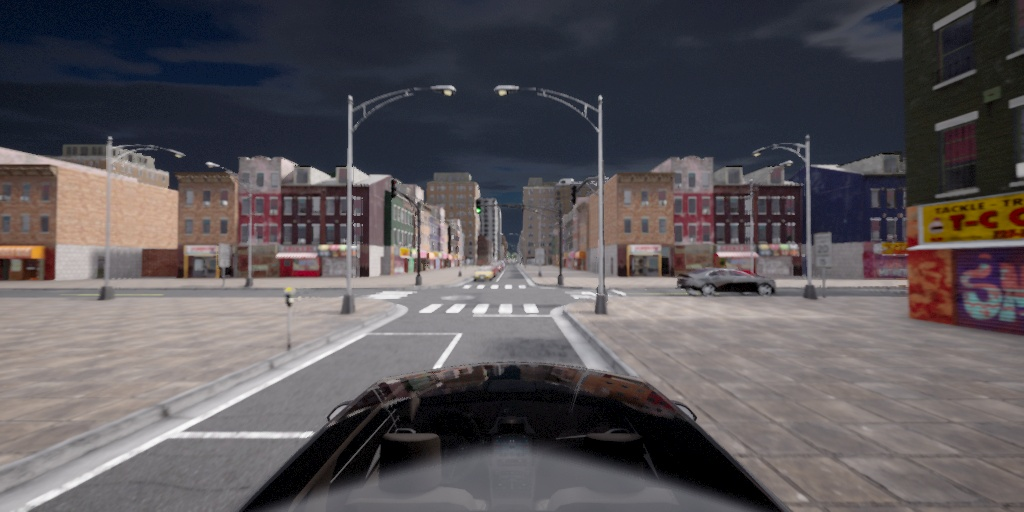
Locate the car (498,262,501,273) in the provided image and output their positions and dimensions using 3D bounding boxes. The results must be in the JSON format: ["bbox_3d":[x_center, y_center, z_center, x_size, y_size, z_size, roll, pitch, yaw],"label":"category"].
[{"bbox_3d":[-2.652,1.787,45.358,1.802,1.307,4.207,0,0,0],"label":"car"}]

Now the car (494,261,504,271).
[{"bbox_3d":[-2.656,1.778,56.568,1.967,1.591,4.097,0,0,0],"label":"car"}]

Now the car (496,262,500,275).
[{"bbox_3d":[-2.650,1.686,39.754,1.888,1.381,4.507,0,0,0],"label":"car"}]

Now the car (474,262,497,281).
[{"bbox_3d":[-2.648,1.604,33.979,1.751,1.417,4.829,0,0,0],"label":"car"}]

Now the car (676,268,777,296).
[{"bbox_3d":[11.377,1.377,19.127,4.902,1.511,2.128,0,-1,0],"label":"car"}]
